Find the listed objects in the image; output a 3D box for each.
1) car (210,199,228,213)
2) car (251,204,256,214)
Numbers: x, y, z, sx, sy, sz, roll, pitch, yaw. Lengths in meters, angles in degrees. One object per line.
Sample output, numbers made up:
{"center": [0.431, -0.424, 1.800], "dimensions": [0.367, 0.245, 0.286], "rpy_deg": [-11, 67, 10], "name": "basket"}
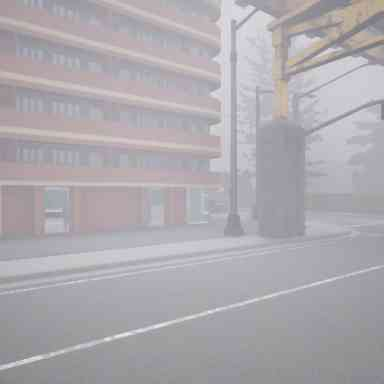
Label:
{"center": [1.972, 1.526, 36.878], "dimensions": [1.812, 1.442, 4.674], "rpy_deg": [0, 0, -35], "name": "car"}
{"center": [7.367, 1.478, 29.208], "dimensions": [1.882, 1.535, 5.008], "rpy_deg": [0, 0, -35], "name": "car"}
